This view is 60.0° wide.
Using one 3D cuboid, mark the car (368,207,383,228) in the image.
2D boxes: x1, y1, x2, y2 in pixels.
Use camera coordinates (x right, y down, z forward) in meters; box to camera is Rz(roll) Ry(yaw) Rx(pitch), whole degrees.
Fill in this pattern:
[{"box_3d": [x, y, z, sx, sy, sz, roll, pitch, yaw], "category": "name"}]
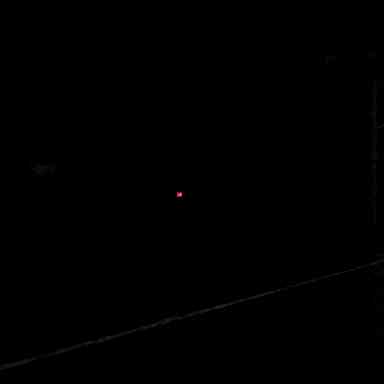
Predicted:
[{"box_3d": [13.331, 1.512, 20.440, 1.812, 1.442, 4.674, 0, 0, -41], "category": "car"}]
